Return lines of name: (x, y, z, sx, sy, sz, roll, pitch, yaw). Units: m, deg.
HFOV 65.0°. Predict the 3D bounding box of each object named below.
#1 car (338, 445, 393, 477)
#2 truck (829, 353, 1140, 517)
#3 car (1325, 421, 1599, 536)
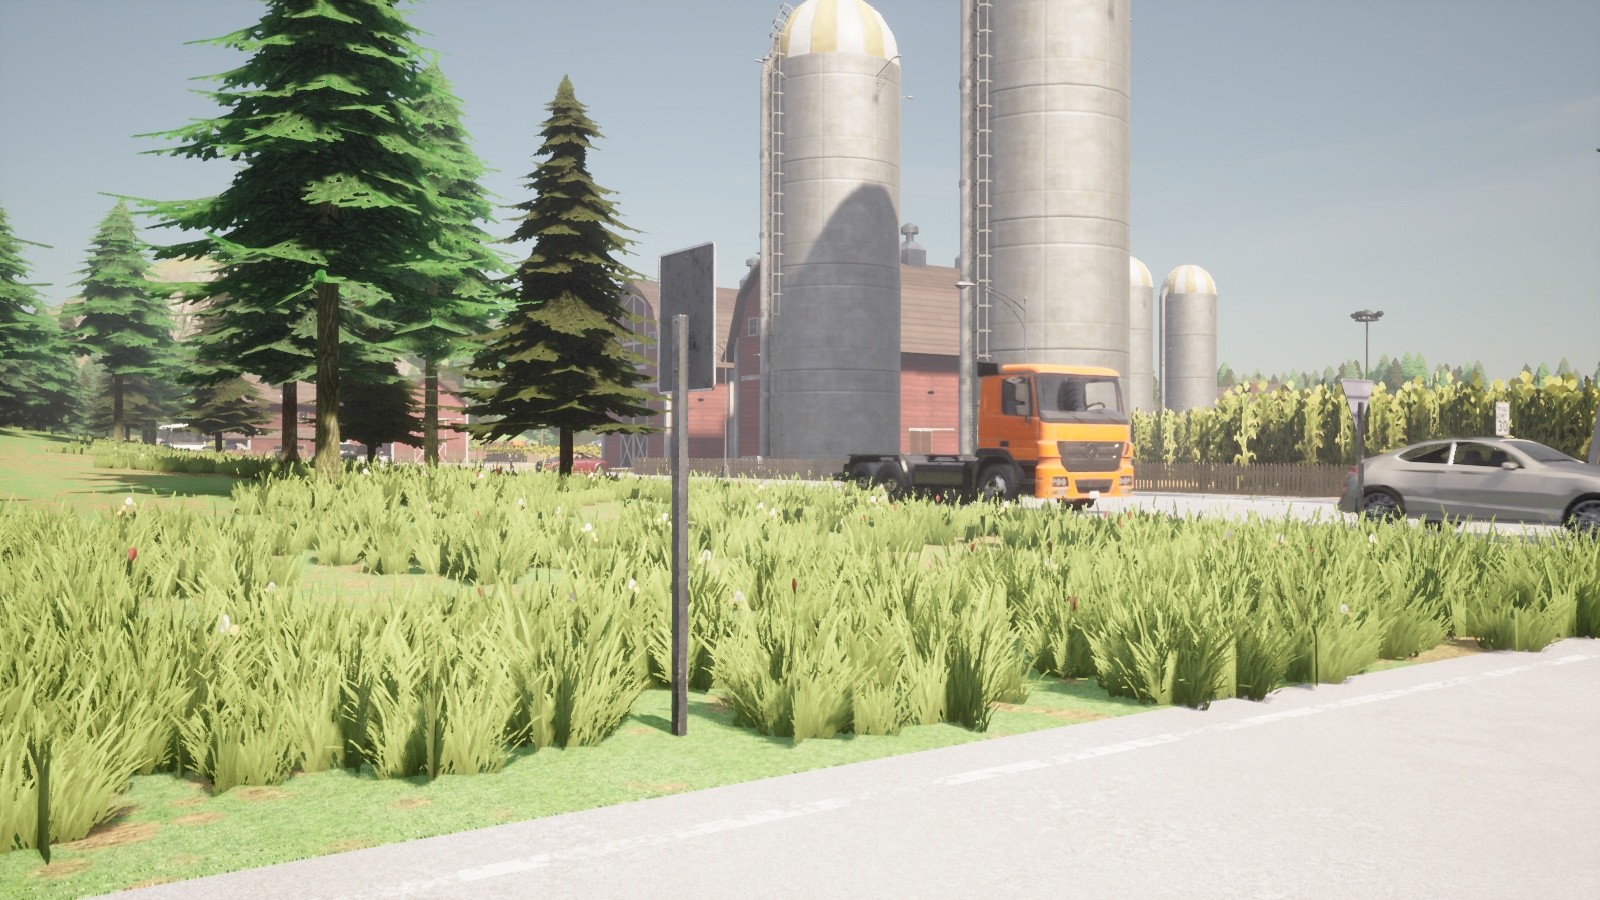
car: (-25.917, 0.659, 74.774, 1.932, 1.855, 4.605, 0, 0, -34)
truck: (4.195, -0.312, 30.640, 2.891, 3.462, 7.936, 0, 0, -34)
car: (11.344, 0.412, 20.164, 2.152, 1.651, 5.027, 0, 0, -34)
